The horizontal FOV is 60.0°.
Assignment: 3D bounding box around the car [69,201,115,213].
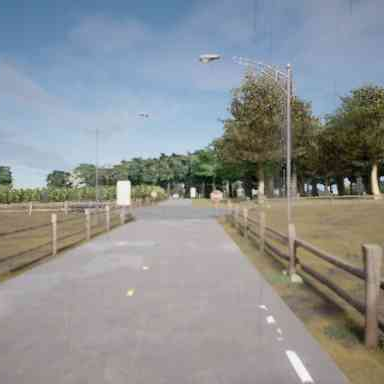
[{"bbox_3d":[-12.127,1.799,40.653,5.357,1.411,2.033,-2,-2,0],"label":"car"}]
